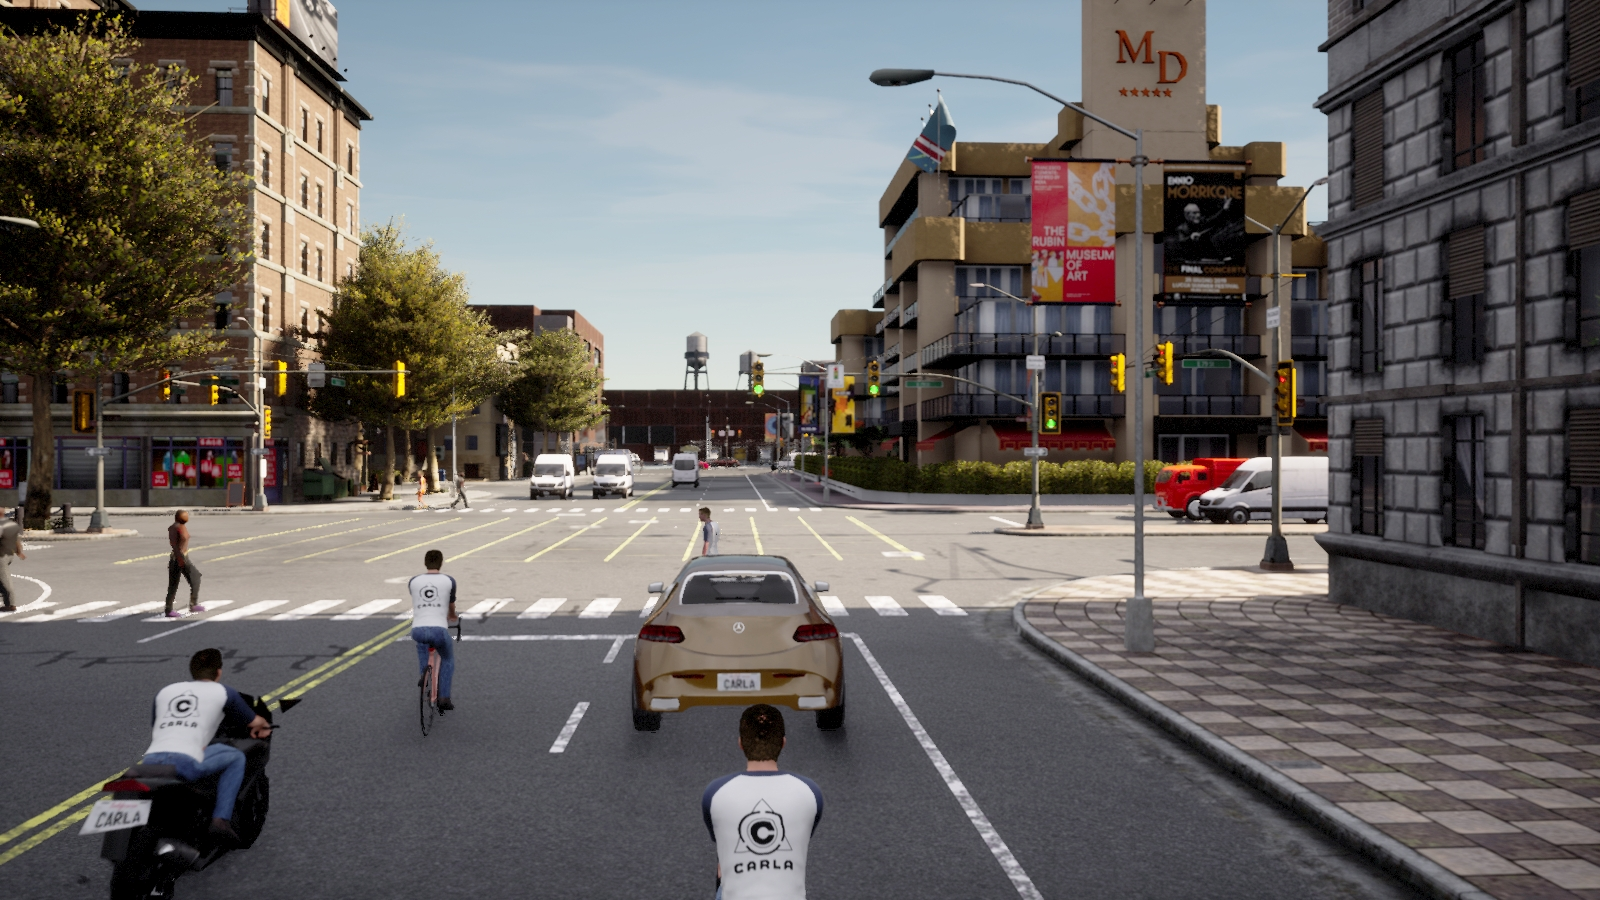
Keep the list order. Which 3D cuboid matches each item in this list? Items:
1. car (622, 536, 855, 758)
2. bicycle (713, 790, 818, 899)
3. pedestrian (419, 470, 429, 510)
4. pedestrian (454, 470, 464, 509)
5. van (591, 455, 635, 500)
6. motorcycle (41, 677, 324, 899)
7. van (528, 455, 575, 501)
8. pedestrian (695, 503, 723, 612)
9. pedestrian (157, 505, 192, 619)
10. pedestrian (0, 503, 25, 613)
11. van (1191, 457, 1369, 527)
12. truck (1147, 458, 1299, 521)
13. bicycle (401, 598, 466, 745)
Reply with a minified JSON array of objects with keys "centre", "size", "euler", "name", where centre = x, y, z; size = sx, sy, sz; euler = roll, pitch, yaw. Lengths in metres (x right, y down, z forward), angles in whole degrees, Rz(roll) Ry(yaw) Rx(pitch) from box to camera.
[{"centre":[-0.694,1.999,13.048],"size":[2.152,1.651,5.027],"euler":[0,0,-3],"name":"car"},{"centre":[-0.155,2.209,4.603],"size":[0.373,1.196,1.643],"euler":[0,-1,-3],"name":"bicycle"},{"centre":[-17.615,1.875,53.507],"size":[0.375,1.860,0.375],"euler":[0,0,-9],"name":"pedestrian"},{"centre":[-16.246,1.876,54.439],"size":[0.375,1.860,0.375],"euler":[0,0,-4],"name":"pedestrian"},{"centre":[-11.057,1.568,67.933],"size":[1.988,2.561,5.915],"euler":[0,0,-3],"name":"van"},{"centre":[-3.806,2.216,7.282],"size":[0.803,1.145,2.033],"euler":[0,-1,-3],"name":"motorcycle"},{"centre":[-14.476,1.568,66.932],"size":[1.988,2.561,5.915],"euler":[0,0,-5],"name":"van"},{"centre":[-1.592,1.858,19.903],"size":[0.375,1.860,0.375],"euler":[0,0,17],"name":"pedestrian"},{"centre":[-10.410,1.859,19.019],"size":[0.375,1.860,0.375],"euler":[0,0,-3],"name":"pedestrian"},{"centre":[-13.673,1.860,19.696],"size":[0.375,1.860,0.375],"euler":[0,0,-5],"name":"pedestrian"},{"centre":[18.110,1.556,43.251],"size":[5.915,2.561,1.988],"euler":[0,0,-3],"name":"van"},{"centre":[17.232,1.591,46.713],"size":[5.204,2.467,2.627],"euler":[0,0,-4],"name":"truck"},{"centre":[-3.733,2.212,11.705],"size":[0.373,1.196,1.643],"euler":[0,0,-8],"name":"bicycle"}]
